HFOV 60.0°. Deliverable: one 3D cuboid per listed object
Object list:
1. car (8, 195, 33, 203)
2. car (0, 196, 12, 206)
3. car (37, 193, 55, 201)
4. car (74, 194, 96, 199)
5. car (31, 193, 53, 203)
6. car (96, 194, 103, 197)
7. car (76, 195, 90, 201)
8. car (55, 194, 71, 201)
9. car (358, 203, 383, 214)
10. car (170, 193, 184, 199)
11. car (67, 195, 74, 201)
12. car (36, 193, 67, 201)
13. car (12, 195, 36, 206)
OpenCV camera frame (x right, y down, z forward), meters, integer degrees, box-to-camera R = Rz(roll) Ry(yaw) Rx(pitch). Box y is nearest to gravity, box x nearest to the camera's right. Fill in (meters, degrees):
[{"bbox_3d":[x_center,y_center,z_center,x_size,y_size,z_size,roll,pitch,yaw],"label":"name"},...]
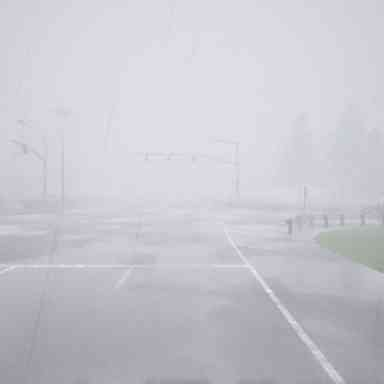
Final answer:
[{"bbox_3d":[-31.612,1.267,61.630,2.128,1.511,4.902,0,0,0],"label":"car"},{"bbox_3d":[-28.177,1.320,47.132,1.837,1.490,4.892,0,0,0],"label":"car"},{"bbox_3d":[-31.719,1.059,72.571,2.097,1.767,4.553,0,0,-3],"label":"car"},{"bbox_3d":[-21.123,1.258,65.943,1.812,1.442,4.674,0,0,0],"label":"car"},{"bbox_3d":[-28.124,1.101,62.411,2.097,1.767,4.553,0,0,0],"label":"car"},{"bbox_3d":[-21.391,1.192,75.125,1.837,1.490,4.892,0,0,-3],"label":"car"},{"bbox_3d":[-25.002,1.283,76.159,1.895,1.301,4.718,0,0,-3],"label":"car"},{"bbox_3d":[-28.236,1.255,72.889,1.994,1.385,4.181,0,0,-3],"label":"car"},{"bbox_3d":[17.360,1.386,29.326,4.902,1.511,2.128,0,0,8],"label":"car"},{"bbox_3d":[-3.937,0.959,95.174,2.097,1.767,4.553,0,0,-18],"label":"car"},{"bbox_3d":[-24.618,1.274,65.543,2.033,1.411,5.357,0,0,0],"label":"car"},{"bbox_3d":[-21.181,1.152,50.423,2.097,1.767,4.553,0,0,0],"label":"car"},{"bbox_3d":[-24.680,1.278,50.555,1.882,1.535,5.008,0,0,0],"label":"car"}]
